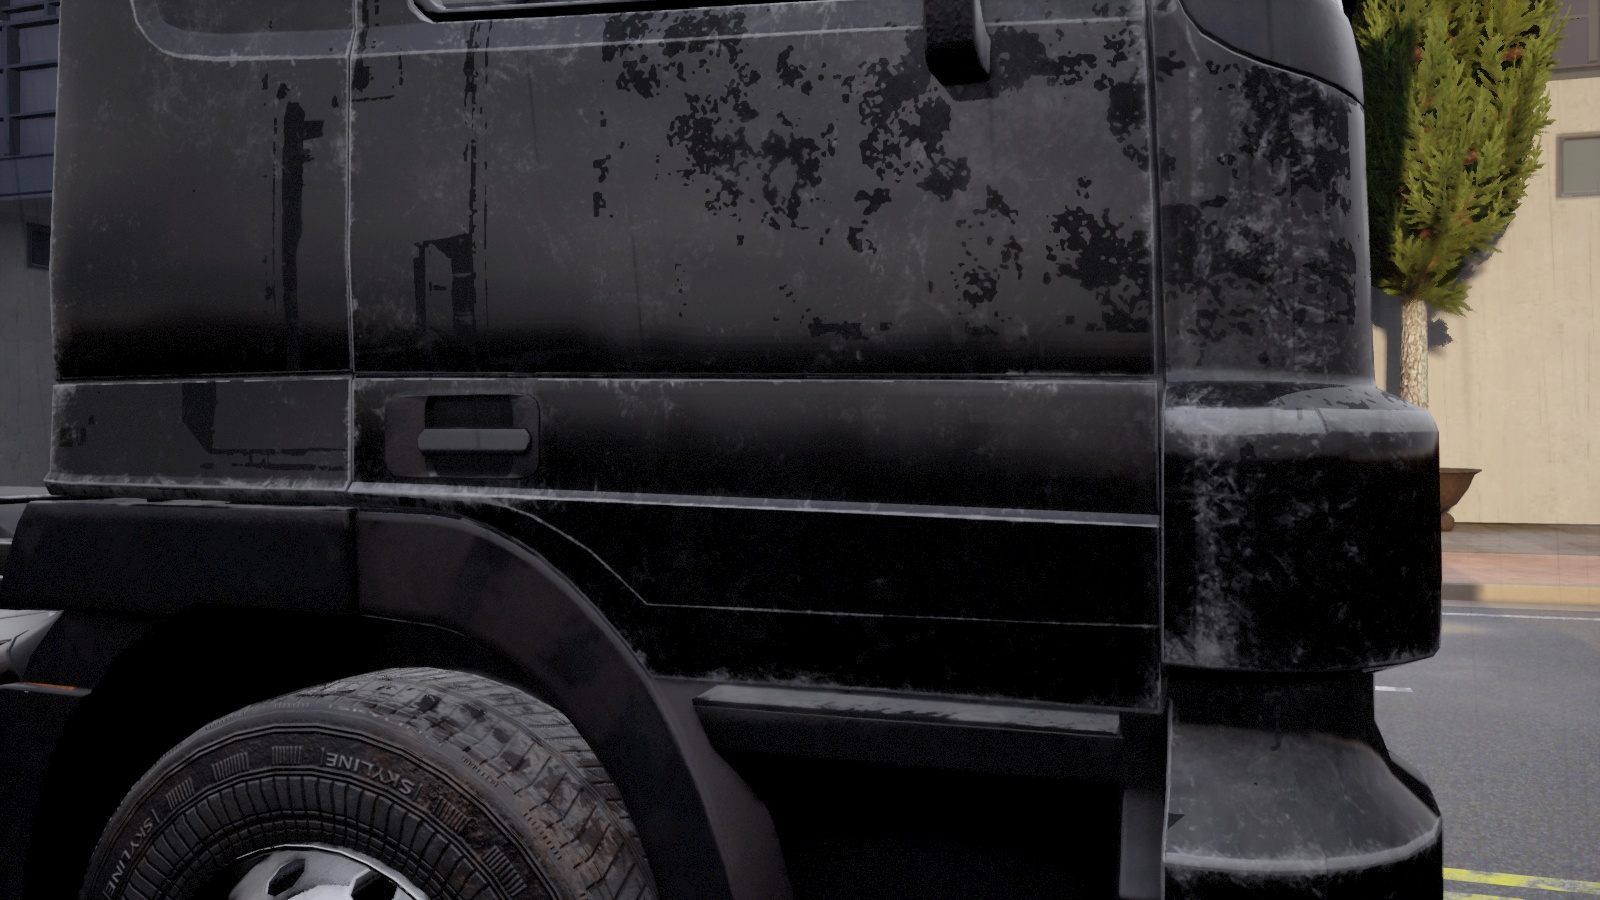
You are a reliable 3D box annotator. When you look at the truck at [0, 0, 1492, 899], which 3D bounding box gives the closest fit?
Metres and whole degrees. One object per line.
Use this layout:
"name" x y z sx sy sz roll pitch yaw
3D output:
"truck" -2.510 -0.230 4.057 7.936 3.462 2.891 1 1 19
